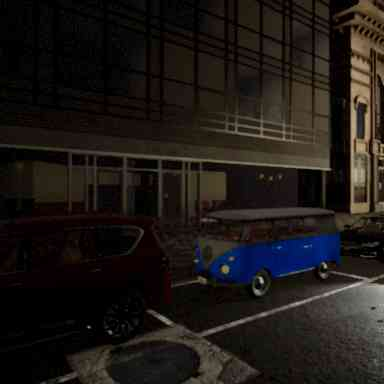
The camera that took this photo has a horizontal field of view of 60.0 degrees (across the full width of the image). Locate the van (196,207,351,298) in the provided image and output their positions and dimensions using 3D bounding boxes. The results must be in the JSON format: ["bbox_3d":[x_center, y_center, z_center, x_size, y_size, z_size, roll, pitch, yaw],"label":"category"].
[{"bbox_3d":[1.925,1.300,8.125,3.998,1.788,1.690,0,1,-35],"label":"van"}]

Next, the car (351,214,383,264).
[{"bbox_3d":[6.505,1.469,11.393,4.403,1.369,2.008,0,1,-35],"label":"car"}]

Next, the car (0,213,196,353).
[{"bbox_3d":[-2.656,1.312,4.860,5.009,1.841,2.192,0,1,-35],"label":"car"}]
